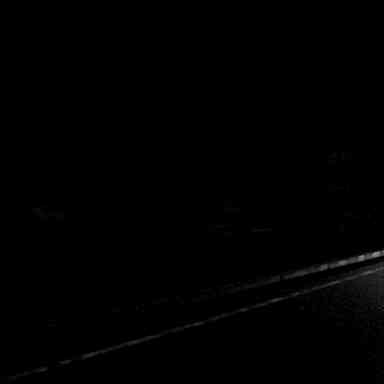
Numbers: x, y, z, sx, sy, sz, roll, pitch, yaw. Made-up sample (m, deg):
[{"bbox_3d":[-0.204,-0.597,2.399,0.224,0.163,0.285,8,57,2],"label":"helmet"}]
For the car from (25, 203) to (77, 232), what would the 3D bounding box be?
[{"bbox_3d":[-8.906,1.520,20.355,2.002,1.452,4.674,0,0,-36],"label":"car"}]

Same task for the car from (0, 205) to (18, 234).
[{"bbox_3d":[-11.163,1.490,18.740,2.097,1.535,5.008,0,0,-36],"label":"car"}]

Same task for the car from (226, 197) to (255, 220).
[{"bbox_3d":[2.491,1.428,28.271,1.946,1.575,5.366,0,0,-36],"label":"car"}]

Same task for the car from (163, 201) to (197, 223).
[{"bbox_3d":[-2.128,1.451,25.192,2.231,1.521,4.892,0,0,-36],"label":"car"}]

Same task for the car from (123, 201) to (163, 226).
[{"bbox_3d":[-4.394,1.459,23.589,2.097,1.535,5.008,0,0,-36],"label":"car"}]

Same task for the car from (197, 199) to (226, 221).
[{"bbox_3d":[0.109,1.469,26.834,2.163,1.488,4.792,0,0,-36],"label":"car"}]

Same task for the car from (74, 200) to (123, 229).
[{"bbox_3d":[-6.667,1.344,21.996,2.185,1.767,4.553,0,0,-36],"label":"car"}]

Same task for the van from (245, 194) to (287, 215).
[{"bbox_3d":[6.968,1.187,31.553,1.878,1.987,4.442,0,0,-36],"label":"van"}]

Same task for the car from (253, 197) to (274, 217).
[{"bbox_3d":[4.626,1.451,30.061,2.163,1.488,4.792,0,0,-36],"label":"car"}]
